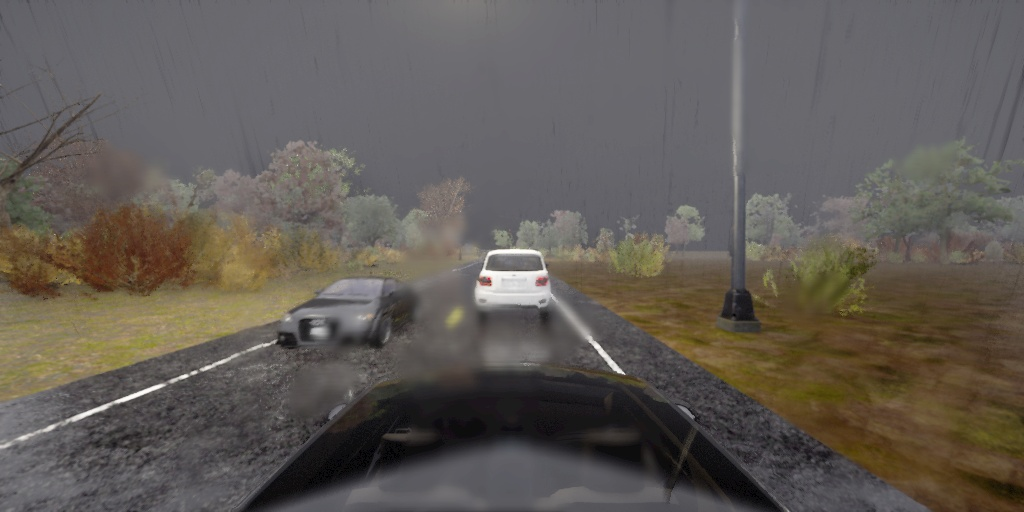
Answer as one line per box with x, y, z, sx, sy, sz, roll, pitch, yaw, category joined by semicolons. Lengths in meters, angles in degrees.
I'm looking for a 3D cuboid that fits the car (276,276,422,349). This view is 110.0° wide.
-3.572;1.191;8.656;1.994;1.385;4.181;0;1;0;car

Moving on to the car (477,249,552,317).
0.107;0.788;12.315;2.150;2.045;5.566;0;1;1;car
